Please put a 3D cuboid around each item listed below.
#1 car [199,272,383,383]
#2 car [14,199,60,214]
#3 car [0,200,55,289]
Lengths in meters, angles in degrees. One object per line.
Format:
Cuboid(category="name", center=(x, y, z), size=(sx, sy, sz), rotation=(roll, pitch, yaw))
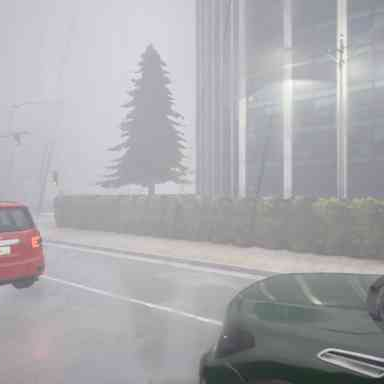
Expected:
Cuboid(category="car", center=(2.718, 1.221, 2.053), size=(5.566, 2.045, 2.150), rotation=(0, 0, 36))
Cuboid(category="car", center=(-17.210, 1.577, 37.015), size=(1.994, 1.385, 4.181), rotation=(0, 0, 36))
Cuboid(category="car", center=(-5.756, 1.225, 8.027), size=(5.566, 2.045, 2.150), rotation=(0, 0, 38))
